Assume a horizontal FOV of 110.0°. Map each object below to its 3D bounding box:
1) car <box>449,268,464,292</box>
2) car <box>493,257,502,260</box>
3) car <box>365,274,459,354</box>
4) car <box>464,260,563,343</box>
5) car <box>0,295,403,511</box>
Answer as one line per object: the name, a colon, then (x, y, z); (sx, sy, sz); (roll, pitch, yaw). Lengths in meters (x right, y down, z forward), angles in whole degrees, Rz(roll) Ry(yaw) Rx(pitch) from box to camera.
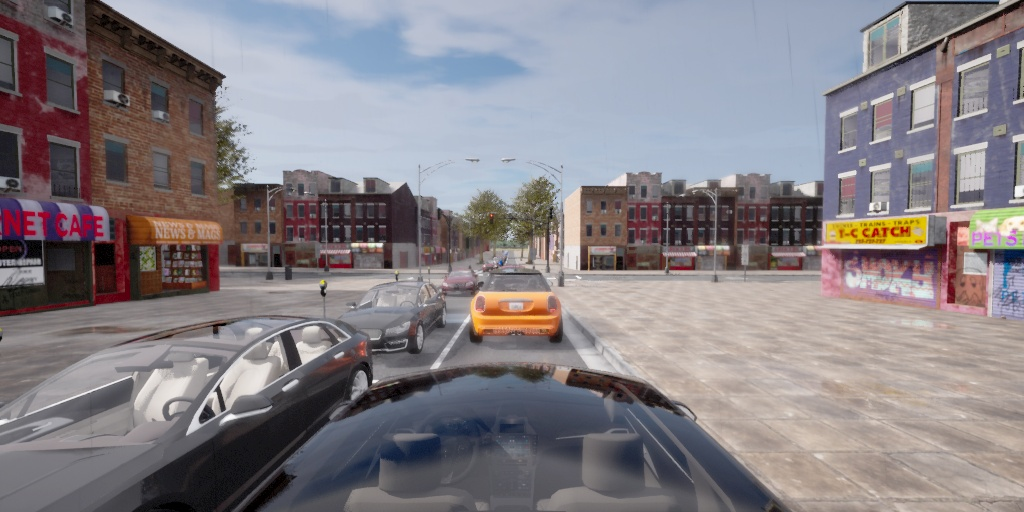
car: (-2.673, 1.337, 19.436); (1.802, 1.307, 4.207); (0, 0, 0)
car: (-2.724, 1.245, 46.212); (1.967, 1.591, 4.097); (0, 0, 0)
car: (-2.653, 1.299, 8.542); (2.007, 1.370, 4.403); (0, 0, 0)
car: (0.085, 1.101, 9.852); (2.097, 1.767, 4.553); (0, 0, 0)
car: (-2.643, 1.300, 3.094); (2.007, 1.370, 4.403); (0, 0, 0)
